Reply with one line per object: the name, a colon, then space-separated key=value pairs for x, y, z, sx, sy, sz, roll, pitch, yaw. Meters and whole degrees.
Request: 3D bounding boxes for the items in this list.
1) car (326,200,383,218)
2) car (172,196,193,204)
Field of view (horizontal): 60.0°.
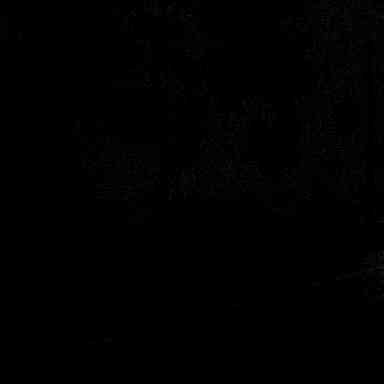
car: x=14.964 y=1.537 z=30.761 sx=1.882 sy=1.535 sz=5.008 roll=0 pitch=1 yaw=-35
car: x=-1.614 y=1.276 z=54.324 sx=1.994 sy=1.385 sz=4.181 roll=0 pitch=1 yaw=-35
